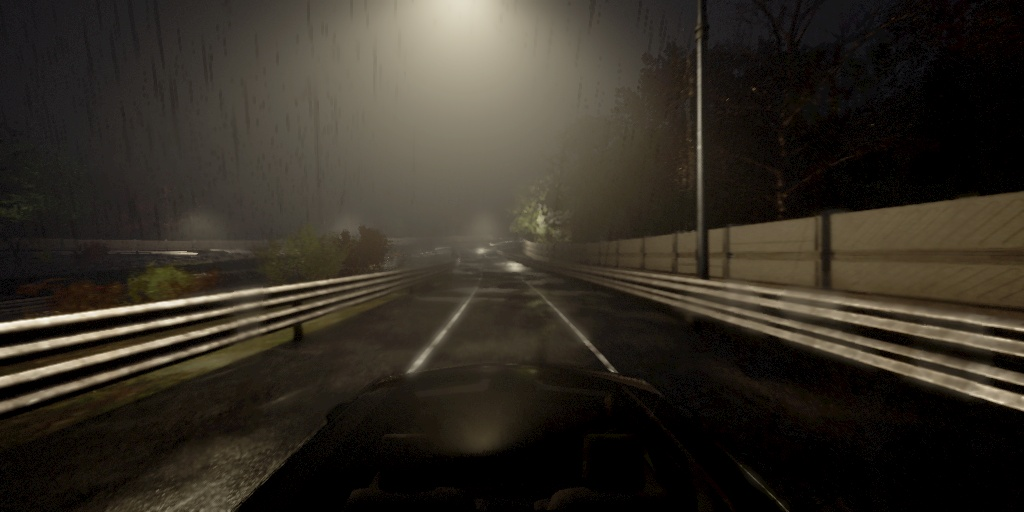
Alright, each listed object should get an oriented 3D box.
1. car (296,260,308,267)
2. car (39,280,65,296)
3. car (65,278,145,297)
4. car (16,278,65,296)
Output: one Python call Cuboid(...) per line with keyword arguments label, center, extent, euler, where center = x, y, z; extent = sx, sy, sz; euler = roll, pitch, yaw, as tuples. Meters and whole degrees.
Cuboid(label="car", center=(-31.534, 1.170, 56.562), extent=(1.837, 1.490, 4.892), euler=(1, 4, 16))
Cuboid(label="car", center=(-38.244, 2.934, 32.348), extent=(1.895, 1.301, 4.718), euler=(1, 4, 15))
Cuboid(label="car", center=(-34.869, 2.741, 31.398), extent=(2.097, 1.767, 4.553), euler=(1, 4, 15))
Cuboid(label="car", center=(-41.645, 2.764, 33.160), extent=(1.882, 1.535, 5.008), euler=(1, 4, 15))
